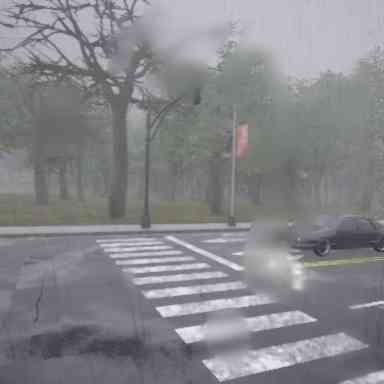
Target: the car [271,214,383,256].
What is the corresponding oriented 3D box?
[{"bbox_3d":[5.781,1.576,13.088,5.357,1.411,2.033,1,1,-23],"label":"car"}]
